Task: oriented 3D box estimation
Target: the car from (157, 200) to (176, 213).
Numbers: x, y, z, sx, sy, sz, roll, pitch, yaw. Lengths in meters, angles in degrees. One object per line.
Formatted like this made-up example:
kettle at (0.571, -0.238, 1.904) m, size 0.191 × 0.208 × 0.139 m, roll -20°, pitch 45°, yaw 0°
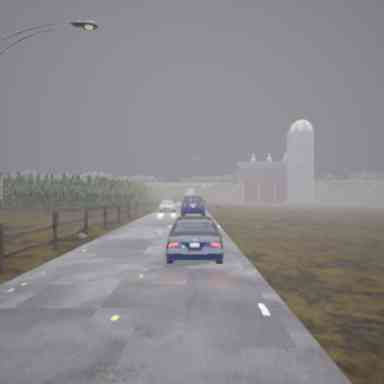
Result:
car at (-2.845, 1.664, 38.869) m, size 1.812 × 1.442 × 4.674 m, roll 0°, pitch 0°, yaw 0°

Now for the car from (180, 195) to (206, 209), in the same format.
car at (0.091, 1.313, 30.780) m, size 2.150 × 2.045 × 5.566 m, roll 0°, pitch 0°, yaw 0°

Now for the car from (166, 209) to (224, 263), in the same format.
car at (0.086, 1.562, 11.967) m, size 2.033 × 1.411 × 5.357 m, roll 0°, pitch 0°, yaw 0°
